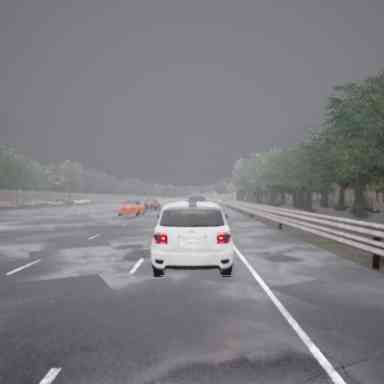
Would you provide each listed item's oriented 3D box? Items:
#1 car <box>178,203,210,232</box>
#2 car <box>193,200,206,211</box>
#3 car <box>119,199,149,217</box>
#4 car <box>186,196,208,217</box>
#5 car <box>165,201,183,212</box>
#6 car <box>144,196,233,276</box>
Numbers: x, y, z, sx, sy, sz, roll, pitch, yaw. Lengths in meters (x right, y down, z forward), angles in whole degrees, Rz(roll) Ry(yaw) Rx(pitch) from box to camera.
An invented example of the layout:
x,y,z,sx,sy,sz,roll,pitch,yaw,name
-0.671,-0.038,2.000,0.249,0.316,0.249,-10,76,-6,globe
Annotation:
x,y,z,sx,sy,sz,roll,pitch,yaw,name
0.161,1.618,22.452,1.882,1.535,5.008,0,0,1,car
1.168,1.963,48.876,1.837,1.490,4.892,0,-2,2,car
-6.330,1.659,35.716,2.097,1.767,4.553,0,0,2,car
0.590,1.493,36.078,2.150,2.045,5.566,0,-1,2,car
-2.430,1.980,46.359,2.033,1.411,5.357,0,-1,2,car
0.017,1.294,10.683,2.150,2.045,5.566,0,0,0,car
